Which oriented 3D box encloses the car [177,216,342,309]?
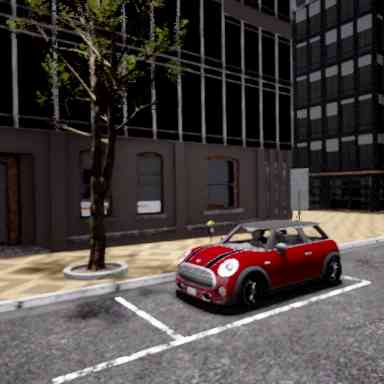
[{"bbox_3d":[1.618,1.424,7.730,4.097,1.590,1.967,0,-1,-35],"label":"car"}]
